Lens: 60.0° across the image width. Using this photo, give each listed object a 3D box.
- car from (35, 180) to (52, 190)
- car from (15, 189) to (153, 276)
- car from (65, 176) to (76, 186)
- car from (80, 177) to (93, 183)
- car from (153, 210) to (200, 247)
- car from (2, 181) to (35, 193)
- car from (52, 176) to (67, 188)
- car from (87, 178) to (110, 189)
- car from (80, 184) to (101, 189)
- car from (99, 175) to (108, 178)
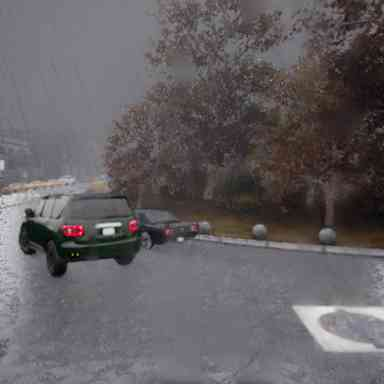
[{"bbox_3d":[-26.693,-1.167,57.017,1.946,1.575,5.366,0,5,5],"label":"car"},{"bbox_3d":[-3.638,1.042,10.220,2.150,2.045,5.566,-1,1,-37],"label":"car"},{"bbox_3d":[-25.795,-2.311,68.260,2.435,2.045,5.566,0,5,5],"label":"car"},{"bbox_3d":[-24.922,-2.904,79.260,2.163,1.488,4.792,0,5,5],"label":"car"},{"bbox_3d":[-2.021,1.360,13.195,4.718,1.301,1.895,1,1,43],"label":"car"},{"bbox_3d":[-27.141,-0.727,51.530,1.946,1.575,5.366,0,5,5],"label":"car"},{"bbox_3d":[-26.255,-1.604,62.508,1.946,1.575,5.366,0,5,5],"label":"car"},{"bbox_3d":[-15.046,-1.048,54.731,1.882,1.535,5.008,0,5,4],"label":"car"},{"bbox_3d":[-12.374,0.262,38.580,1.812,1.442,4.674,0,5,-2],"label":"car"},{"bbox_3d":[-24.039,-3.810,90.275,2.231,1.521,4.892,0,5,5],"label":"car"}]
